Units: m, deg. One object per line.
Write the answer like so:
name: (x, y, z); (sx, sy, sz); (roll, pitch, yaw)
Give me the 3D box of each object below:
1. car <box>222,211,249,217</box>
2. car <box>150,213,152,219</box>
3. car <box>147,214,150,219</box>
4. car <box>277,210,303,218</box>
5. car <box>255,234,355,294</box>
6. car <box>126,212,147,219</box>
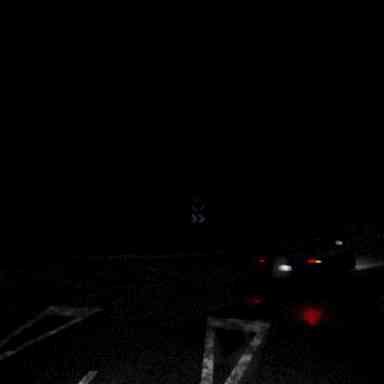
car: (7.986, 4.244, 61.791); (4.718, 1.301, 1.895); (-2, -5, 34)
car: (-14.834, 6.760, 92.672); (5.566, 2.045, 2.435); (1, -5, -17)
car: (-15.024, 6.506, 89.687); (5.566, 2.045, 2.435); (1, -5, -18)
car: (14.581, 3.327, 50.608); (2.128, 1.511, 4.902); (3, -5, -27)
car: (3.513, 1.984, 10.129); (1.994, 1.385, 4.181); (-7, -6, 34)
car: (-15.117, 6.507, 86.717); (4.892, 1.521, 2.231); (1, -5, -18)
